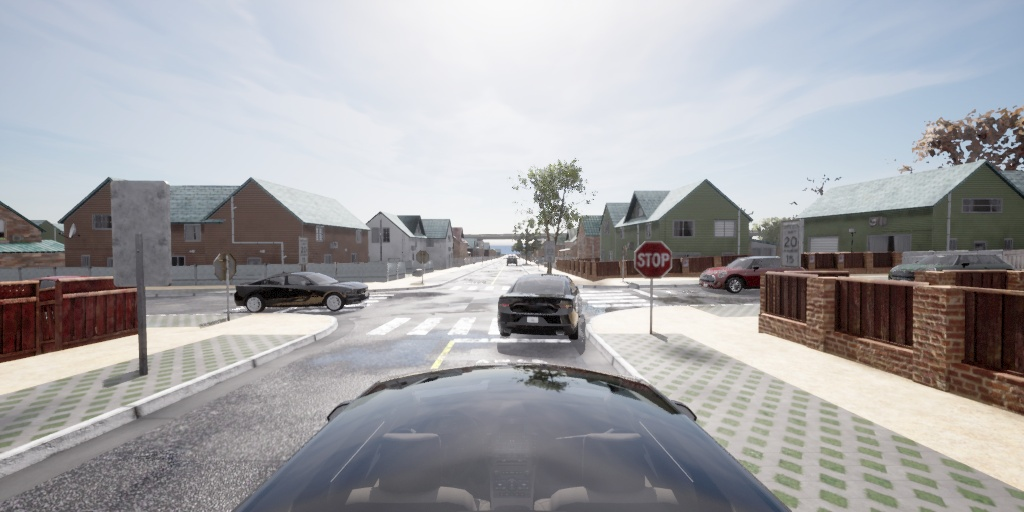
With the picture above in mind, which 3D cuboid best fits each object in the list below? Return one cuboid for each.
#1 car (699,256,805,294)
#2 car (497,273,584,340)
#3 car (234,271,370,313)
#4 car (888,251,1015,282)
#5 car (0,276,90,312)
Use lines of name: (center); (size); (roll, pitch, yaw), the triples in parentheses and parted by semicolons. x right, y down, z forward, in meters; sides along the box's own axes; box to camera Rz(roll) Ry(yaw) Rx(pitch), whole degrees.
car: (11.810, 0.820, 17.750); (4.553, 1.767, 2.097); (-1, 2, 0)
car: (0.960, 1.224, 10.143); (1.882, 1.535, 5.008); (0, 0, 12)
car: (-8.465, 1.377, 14.672); (5.008, 1.535, 1.882); (-1, 2, 0)
car: (21.705, 0.646, 17.819); (4.553, 1.767, 2.097); (-1, 2, 0)
car: (-18.018, 1.547, 14.611); (5.008, 1.535, 1.882); (-1, 2, 0)
